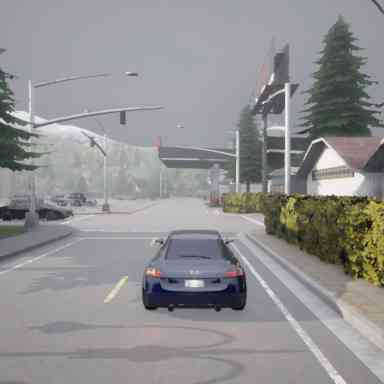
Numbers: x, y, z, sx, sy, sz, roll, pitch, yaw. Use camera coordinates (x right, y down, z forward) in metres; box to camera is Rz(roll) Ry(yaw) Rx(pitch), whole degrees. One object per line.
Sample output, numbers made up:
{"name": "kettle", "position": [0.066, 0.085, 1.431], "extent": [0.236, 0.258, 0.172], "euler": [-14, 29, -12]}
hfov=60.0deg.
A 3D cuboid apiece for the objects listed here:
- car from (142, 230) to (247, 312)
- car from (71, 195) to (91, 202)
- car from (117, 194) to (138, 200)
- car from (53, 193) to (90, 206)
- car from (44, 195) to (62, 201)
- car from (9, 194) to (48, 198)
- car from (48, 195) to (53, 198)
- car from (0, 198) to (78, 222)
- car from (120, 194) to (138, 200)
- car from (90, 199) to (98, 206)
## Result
{"name": "car", "position": [0.059, 1.564, 7.798], "extent": [1.994, 1.385, 4.181], "euler": [0, 0, 1]}
{"name": "car", "position": [-24.037, 1.320, 72.076], "extent": [3.633, 1.501, 1.845], "euler": [0, 0, -1]}
{"name": "car", "position": [-16.433, 1.330, 83.967], "extent": [5.027, 1.636, 2.152], "euler": [0, 0, -1]}
{"name": "car", "position": [-16.772, 1.077, 46.383], "extent": [3.866, 1.878, 1.905], "euler": [0, 0, -1]}
{"name": "car", "position": [-35.099, 1.384, 84.005], "extent": [3.806, 1.475, 1.970], "euler": [0, 0, -1]}
{"name": "car", "position": [-24.659, 1.097, 49.623], "extent": [4.605, 1.855, 1.932], "euler": [0, 0, -1]}
{"name": "car", "position": [-24.021, 1.298, 62.084], "extent": [4.514, 1.523, 2.007], "euler": [0, 0, -1]}
{"name": "car", "position": [-11.307, 1.356, 23.674], "extent": [5.357, 1.411, 2.033], "euler": [0, 0, 0]}
{"name": "car", "position": [-16.503, 1.339, 87.104], "extent": [4.514, 1.523, 2.007], "euler": [0, 0, -1]}
{"name": "car", "position": [-16.180, 1.361, 49.711], "extent": [3.806, 1.475, 1.970], "euler": [0, 0, -1]}
